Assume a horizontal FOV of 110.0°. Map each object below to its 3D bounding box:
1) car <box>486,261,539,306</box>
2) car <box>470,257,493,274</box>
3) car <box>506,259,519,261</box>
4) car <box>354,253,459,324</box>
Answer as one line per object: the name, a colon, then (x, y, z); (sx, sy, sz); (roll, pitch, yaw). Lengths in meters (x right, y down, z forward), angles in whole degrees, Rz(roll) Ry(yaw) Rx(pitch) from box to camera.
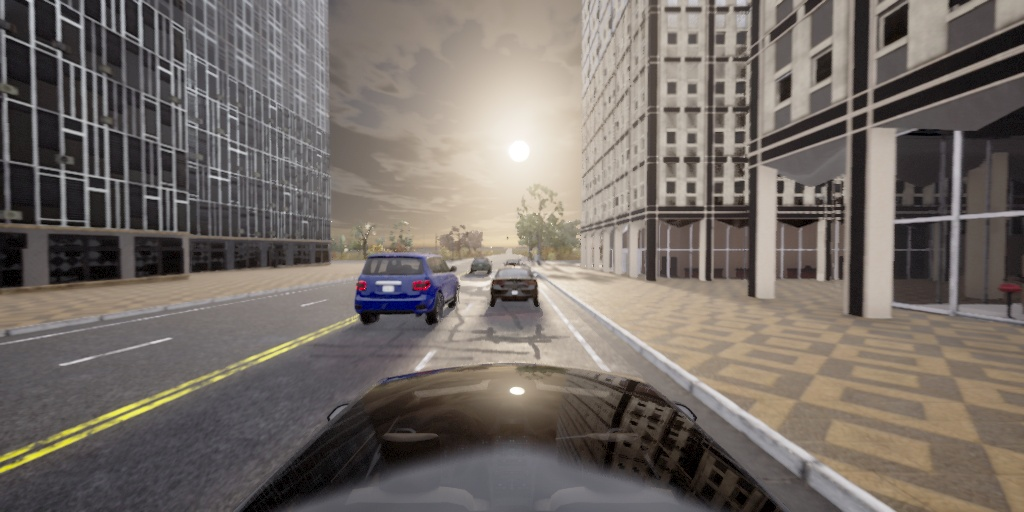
car: (0.099, 1.152, 15.368); (1.882, 1.535, 5.008); (0, 0, 0)
car: (-3.154, 0.897, 37.772); (2.097, 1.767, 4.553); (0, 0, 0)
car: (0.096, 1.052, 37.343); (1.837, 1.490, 4.892); (0, 0, 0)
car: (-3.152, 0.916, 11.825); (2.150, 2.045, 5.566); (0, 0, 0)
